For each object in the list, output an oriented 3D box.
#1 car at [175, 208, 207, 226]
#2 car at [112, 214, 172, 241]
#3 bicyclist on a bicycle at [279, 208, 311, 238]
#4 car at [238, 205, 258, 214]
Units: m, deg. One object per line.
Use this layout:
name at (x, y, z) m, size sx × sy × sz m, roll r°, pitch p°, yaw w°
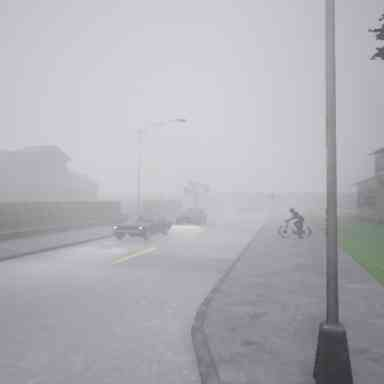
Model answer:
car at (-0.023, 2.136, 29.157) m, size 1.994 × 1.385 × 4.181 m, roll 0°, pitch -1°, yaw 16°
car at (-2.777, 1.979, 19.388) m, size 1.895 × 1.301 × 4.718 m, roll 0°, pitch -1°, yaw 16°
bicyclist on a bicycle at (5.572, 1.713, 18.075) m, size 1.656 × 1.620 × 0.582 m, roll -1°, pitch -1°, yaw 16°
car at (8.504, 2.610, 51.055) m, size 1.895 × 1.301 × 4.718 m, roll 0°, pitch -1°, yaw -9°
